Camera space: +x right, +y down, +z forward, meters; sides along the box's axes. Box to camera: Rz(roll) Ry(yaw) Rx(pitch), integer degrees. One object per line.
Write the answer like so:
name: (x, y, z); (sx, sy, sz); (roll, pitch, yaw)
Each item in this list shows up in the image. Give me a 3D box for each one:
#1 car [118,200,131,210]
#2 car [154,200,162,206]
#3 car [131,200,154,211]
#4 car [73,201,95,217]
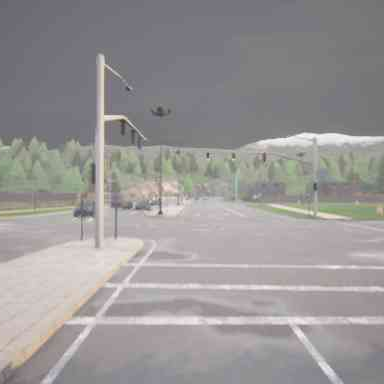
car: (-10.843, 2.100, 54.582); (2.128, 1.511, 4.902); (0, -1, 1)
car: (-7.115, 2.215, 66.853); (1.994, 1.385, 4.181); (0, -1, 1)
car: (-7.437, 2.067, 50.387); (1.837, 1.490, 4.892); (0, -1, 1)
car: (-11.086, 1.749, 35.695); (2.097, 1.767, 4.553); (0, -1, 1)
